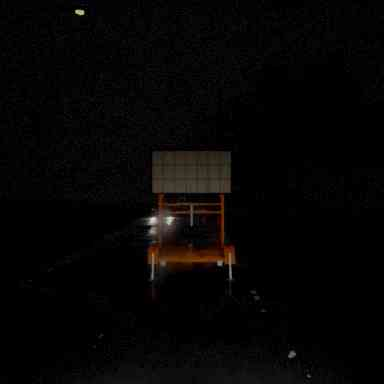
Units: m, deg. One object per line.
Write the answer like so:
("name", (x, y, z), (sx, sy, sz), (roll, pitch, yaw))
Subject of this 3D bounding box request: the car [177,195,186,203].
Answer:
("car", (-2.673, 1.880, 87.487), (2.150, 2.045, 5.566), (0, -2, 0))

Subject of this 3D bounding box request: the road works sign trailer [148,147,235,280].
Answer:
("road works sign trailer", (-0.011, 0.471, 9.901), (2.380, 3.560, 2.880), (0, 0, 0))

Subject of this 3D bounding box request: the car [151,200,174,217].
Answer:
("car", (-2.822, 1.565, 32.260), (1.837, 1.490, 4.892), (0, 0, 0))
